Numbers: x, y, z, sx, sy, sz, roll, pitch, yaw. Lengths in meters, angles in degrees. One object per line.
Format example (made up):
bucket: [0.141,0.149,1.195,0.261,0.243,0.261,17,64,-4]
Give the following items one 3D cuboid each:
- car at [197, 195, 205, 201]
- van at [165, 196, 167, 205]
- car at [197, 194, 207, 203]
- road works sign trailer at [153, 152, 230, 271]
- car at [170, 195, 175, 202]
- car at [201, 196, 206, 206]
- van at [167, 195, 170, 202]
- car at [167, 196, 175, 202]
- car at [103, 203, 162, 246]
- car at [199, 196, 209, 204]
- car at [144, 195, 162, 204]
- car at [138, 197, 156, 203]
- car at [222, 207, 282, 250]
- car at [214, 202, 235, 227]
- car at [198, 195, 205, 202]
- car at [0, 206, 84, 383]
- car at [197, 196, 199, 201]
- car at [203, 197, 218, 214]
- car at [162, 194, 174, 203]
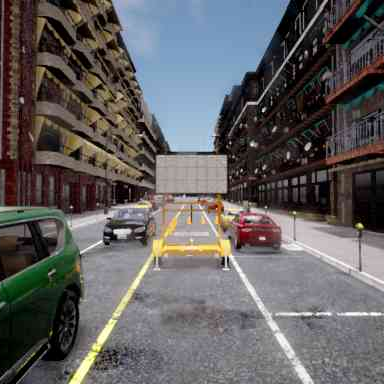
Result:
car: [2.424,1.723,91.750,1.967,1.590,4.097,1,0,0]
van: [-5.363,1.452,53.082,1.690,1.788,3.998,2,0,0]
car: [2.443,1.541,80.687,2.192,1.841,5.009,1,0,0]
road works sign trailer: [-0.014,0.475,10.980,2.380,3.560,2.880,0,0,0]
car: [-5.387,1.492,69.675,2.192,1.841,5.009,1,0,0]
car: [2.527,1.628,41.971,2.008,1.369,4.403,1,0,0]
van: [-5.372,1.473,58.614,1.690,1.788,3.998,1,0,0]
car: [-5.417,1.820,86.266,1.947,1.339,4.313,1,0,0]
car: [-2.774,1.510,15.547,2.128,1.511,4.902,0,0,0]
car: [2.498,1.617,69.625,1.967,1.590,4.097,1,0,0]
car: [-5.347,1.393,42.024,2.192,1.841,5.009,2,0,0]
car: [-5.344,1.588,36.322,1.752,1.417,4.829,2,0,0]
car: [2.567,1.561,14.317,1.887,1.381,4.507,1,0,0]
car: [2.559,1.551,20.019,1.752,1.417,4.829,1,0,0]
car: [2.504,1.676,58.563,1.887,1.381,4.507,1,0,0]
car: [-2.746,1.224,3.019,2.150,2.045,5.566,0,0,0]
car: [2.496,1.698,64.093,1.887,1.381,4.507,1,0,0]
car: [2.535,1.608,36.439,1.887,1.381,4.507,1,0,0]
car: [-5.394,1.516,75.205,2.192,1.841,5.009,1,0,0]
